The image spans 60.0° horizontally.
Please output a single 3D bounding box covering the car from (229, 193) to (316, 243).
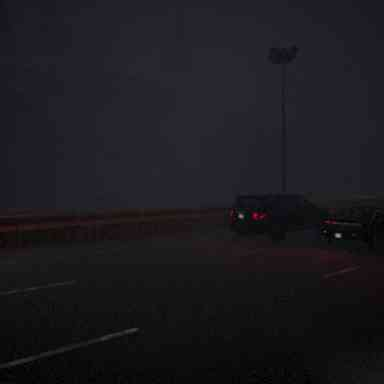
[{"bbox_3d":[4.249,1.070,15.572,5.566,2.045,2.150,-1,1,-36],"label":"car"}]

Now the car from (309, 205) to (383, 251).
[{"bbox_3d":[7.239,1.324,13.405,4.902,1.511,2.128,-1,1,-36],"label":"car"}]
